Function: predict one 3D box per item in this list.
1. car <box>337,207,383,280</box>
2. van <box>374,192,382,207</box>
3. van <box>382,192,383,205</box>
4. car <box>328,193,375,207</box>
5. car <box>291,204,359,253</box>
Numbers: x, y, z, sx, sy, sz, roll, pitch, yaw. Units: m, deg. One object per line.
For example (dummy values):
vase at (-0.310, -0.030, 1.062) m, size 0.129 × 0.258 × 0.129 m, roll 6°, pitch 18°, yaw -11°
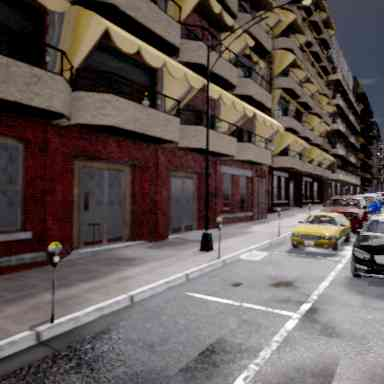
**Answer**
car at (5.665, 1.399, 9.245) m, size 2.128 × 1.511 × 4.902 m, roll 0°, pitch 1°, yaw 33°
van at (14.399, 1.092, 27.485) m, size 1.690 × 1.788 × 3.998 m, roll 2°, pitch 1°, yaw 33°
van at (17.394, 1.053, 32.136) m, size 1.690 × 1.788 × 3.998 m, roll 2°, pitch 1°, yaw 33°
car at (8.411, 1.152, 18.188) m, size 2.192 × 1.841 × 5.009 m, roll 2°, pitch 1°, yaw 33°
car at (5.320, 1.409, 13.399) m, size 1.752 × 1.417 × 4.829 m, roll 2°, pitch 1°, yaw 33°
